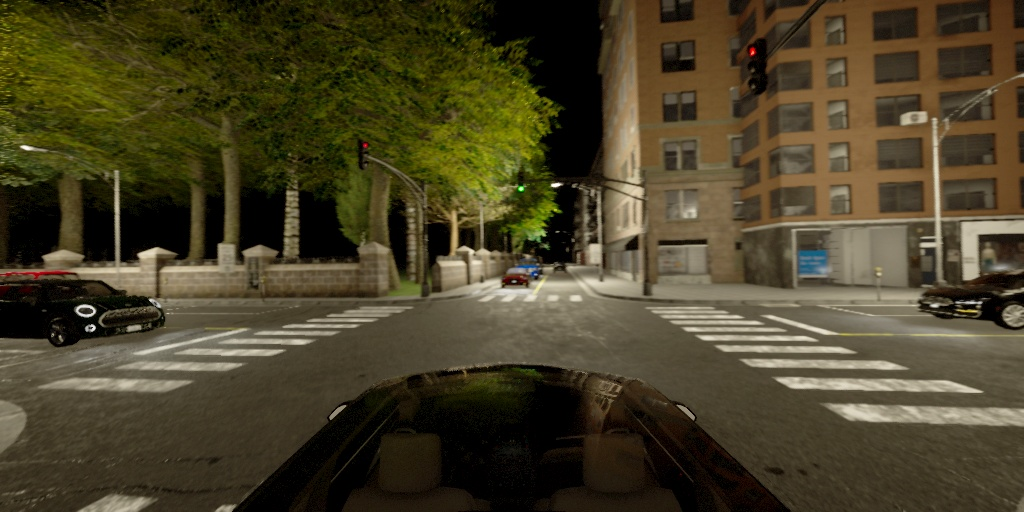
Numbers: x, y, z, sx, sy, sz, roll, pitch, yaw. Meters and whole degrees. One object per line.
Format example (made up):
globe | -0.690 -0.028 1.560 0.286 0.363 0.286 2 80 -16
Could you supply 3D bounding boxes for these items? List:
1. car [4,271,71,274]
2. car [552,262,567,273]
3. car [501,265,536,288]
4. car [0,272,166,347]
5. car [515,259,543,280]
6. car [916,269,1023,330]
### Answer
car | -23.780 1.690 17.587 5.009 1.841 2.192 0 0 8
car | 6.712 1.596 50.239 2.128 1.511 4.902 -1 -1 7
car | 0.393 1.570 26.415 1.994 1.385 4.181 -1 -1 8
car | -12.598 1.436 10.179 4.553 1.767 2.097 -1 -1 8
car | 1.585 1.292 35.650 2.150 2.045 5.566 -1 -1 7
car | 14.101 1.081 9.607 4.892 1.490 1.837 -1 -1 8
